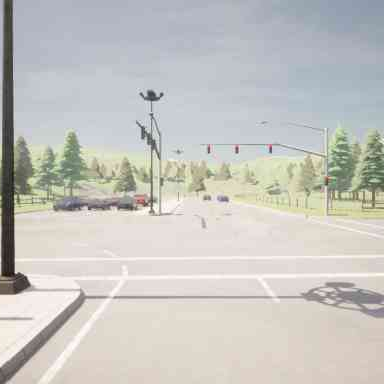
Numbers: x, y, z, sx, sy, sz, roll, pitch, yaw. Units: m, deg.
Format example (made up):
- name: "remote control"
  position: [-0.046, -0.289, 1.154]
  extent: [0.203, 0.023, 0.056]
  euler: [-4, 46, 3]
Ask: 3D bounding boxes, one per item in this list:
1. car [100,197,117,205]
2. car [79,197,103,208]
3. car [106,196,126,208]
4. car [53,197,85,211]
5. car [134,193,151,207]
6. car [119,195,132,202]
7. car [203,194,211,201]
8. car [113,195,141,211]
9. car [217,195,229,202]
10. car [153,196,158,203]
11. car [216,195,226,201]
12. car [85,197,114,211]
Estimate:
- name: "car"
  position: [-15.021, 1.563, 59.936]
  extent: [1.994, 1.385, 4.181]
  euler: [0, 0, 0]
- name: "car"
  position: [-15.059, 1.547, 49.837]
  extent: [2.033, 1.411, 5.357]
  euler: [0, 0, 0]
- name: "car"
  position: [-11.556, 1.477, 50.610]
  extent: [1.882, 1.535, 5.008]
  euler: [0, 0, 0]
- name: "car"
  position: [-15.070, 1.352, 40.378]
  extent: [2.097, 1.767, 4.553]
  euler: [0, 0, 0]
- name: "car"
  position: [-8.056, 1.221, 51.685]
  extent: [2.150, 2.045, 5.566]
  euler: [0, 0, 0]
- name: "car"
  position: [-14.899, 1.485, 74.602]
  extent: [1.837, 1.490, 4.892]
  euler: [0, 0, 0]
- name: "car"
  position: [3.812, 1.355, 84.021]
  extent: [2.097, 1.767, 4.553]
  euler: [0, 0, 2]
- name: "car"
  position: [-8.064, 1.477, 41.751]
  extent: [1.882, 1.535, 5.008]
  euler: [0, 0, 0]
- name: "car"
  position: [7.095, 1.478, 73.875]
  extent: [1.882, 1.535, 5.008]
  euler: [0, 0, 1]
- name: "car"
  position: [-7.965, 1.547, 66.819]
  extent: [2.033, 1.411, 5.357]
  euler: [0, 0, 1]
- name: "car"
  position: [7.320, 1.525, 84.279]
  extent: [2.128, 1.511, 4.902]
  euler: [0, 0, 2]
- name: "car"
  position: [-11.568, 1.564, 41.632]
  extent: [1.994, 1.385, 4.181]
  euler: [0, 0, 0]
